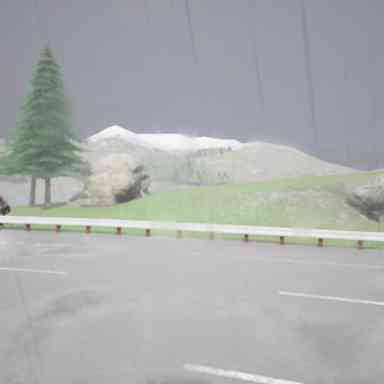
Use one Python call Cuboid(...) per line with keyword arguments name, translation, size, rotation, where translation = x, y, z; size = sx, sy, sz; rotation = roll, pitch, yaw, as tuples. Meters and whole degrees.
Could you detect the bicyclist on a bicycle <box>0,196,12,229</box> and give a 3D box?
Cuboid(name="bicyclist on a bicycle", translation=(-9.191, 1.017, 16.089), size=(0.582, 1.620, 1.656), rotation=(2, -4, 6))
